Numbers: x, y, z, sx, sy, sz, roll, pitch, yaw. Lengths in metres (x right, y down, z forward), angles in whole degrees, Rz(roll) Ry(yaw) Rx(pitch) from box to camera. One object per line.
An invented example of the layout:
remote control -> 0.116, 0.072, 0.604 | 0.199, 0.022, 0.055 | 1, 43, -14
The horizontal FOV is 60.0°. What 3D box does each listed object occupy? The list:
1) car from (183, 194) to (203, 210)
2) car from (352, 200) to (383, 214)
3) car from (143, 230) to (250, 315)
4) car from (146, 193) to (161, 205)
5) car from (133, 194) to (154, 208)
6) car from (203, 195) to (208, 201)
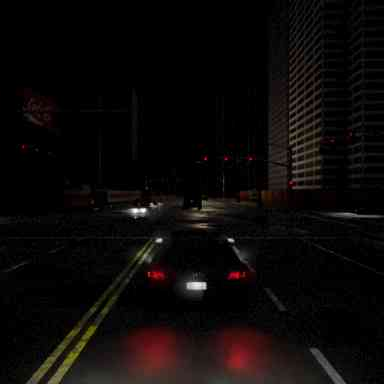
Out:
car -> 0.041, 1.221, 42.802 | 2.150, 2.045, 5.566 | 0, 0, 2
car -> 19.619, 1.547, 34.452 | 5.357, 1.411, 2.033 | 0, 0, 0
car -> 0.075, 1.564, 7.661 | 1.994, 1.385, 4.181 | 0, 0, 0
car -> -7.241, 1.221, 57.993 | 2.150, 2.045, 5.566 | 0, 0, 0
car -> -7.223, 1.491, 48.041 | 2.128, 1.511, 4.902 | 0, 0, 0
car -> 3.250, 1.525, 87.500 | 2.128, 1.511, 4.902 | 0, 0, 0
